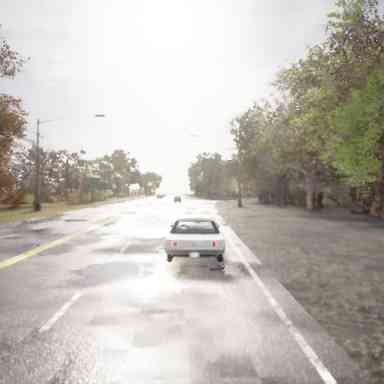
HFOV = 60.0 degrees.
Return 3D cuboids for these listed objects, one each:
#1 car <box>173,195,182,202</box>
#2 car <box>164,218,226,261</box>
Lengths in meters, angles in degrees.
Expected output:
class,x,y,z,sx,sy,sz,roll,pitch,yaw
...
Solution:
class,x,y,z,sx,sy,sz,roll,pitch,yaw
car,-3.280,1.532,76.544,2.033,1.411,5.357,0,0,-2
car,0.113,1.598,12.213,1.895,1.301,4.718,0,0,1
